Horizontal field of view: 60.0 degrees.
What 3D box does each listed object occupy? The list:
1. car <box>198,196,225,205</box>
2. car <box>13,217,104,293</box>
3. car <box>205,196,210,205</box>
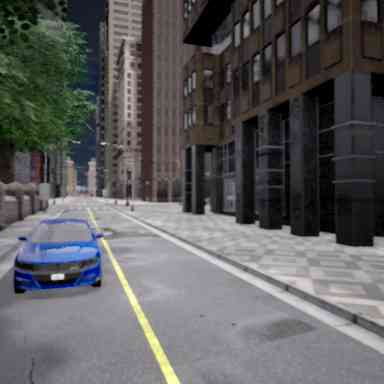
[{"bbox_3d":[3.922,1.756,68.111,5.009,1.841,2.192,0,-2,-18],"label":"car"},{"bbox_3d":[-3.583,1.494,9.280,1.882,1.535,5.008,0,0,-19],"label":"car"},{"bbox_3d":[1.461,1.645,58.303,4.097,1.590,1.967,0,-2,-18],"label":"car"}]
